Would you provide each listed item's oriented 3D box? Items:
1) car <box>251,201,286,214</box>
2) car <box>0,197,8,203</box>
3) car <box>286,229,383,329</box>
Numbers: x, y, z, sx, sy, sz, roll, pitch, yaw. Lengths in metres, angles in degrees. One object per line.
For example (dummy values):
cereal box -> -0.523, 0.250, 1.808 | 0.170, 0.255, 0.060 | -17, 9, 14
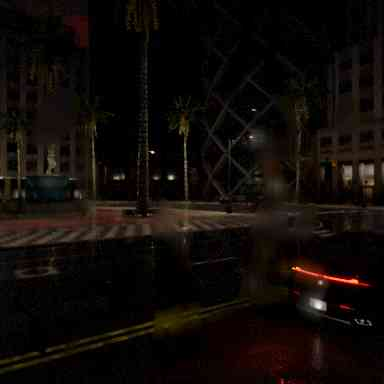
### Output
car -> 8.047, 1.616, 35.226 | 1.994, 1.385, 4.181 | 0, 1, -23
car -> -29.350, 1.578, 51.456 | 4.674, 1.442, 1.812 | 1, 0, -19
car -> 3.945, 1.502, 6.584 | 4.892, 1.490, 1.837 | 0, 0, -35
